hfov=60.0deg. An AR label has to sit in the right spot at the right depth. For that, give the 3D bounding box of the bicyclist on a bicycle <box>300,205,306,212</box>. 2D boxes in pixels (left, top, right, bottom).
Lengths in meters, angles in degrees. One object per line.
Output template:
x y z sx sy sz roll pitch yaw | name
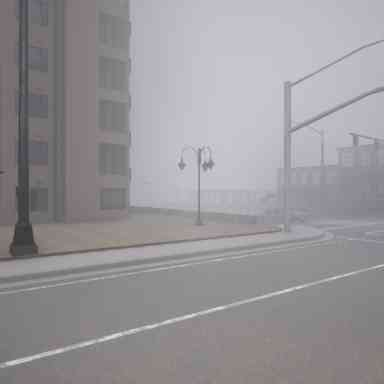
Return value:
13.605 2.464 40.705 1.656 1.620 0.582 0 -8 -35 | bicyclist on a bicycle

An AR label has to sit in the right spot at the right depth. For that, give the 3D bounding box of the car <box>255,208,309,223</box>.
7.985 2.096 29.843 1.895 1.301 4.718 0 -4 -36 | car
